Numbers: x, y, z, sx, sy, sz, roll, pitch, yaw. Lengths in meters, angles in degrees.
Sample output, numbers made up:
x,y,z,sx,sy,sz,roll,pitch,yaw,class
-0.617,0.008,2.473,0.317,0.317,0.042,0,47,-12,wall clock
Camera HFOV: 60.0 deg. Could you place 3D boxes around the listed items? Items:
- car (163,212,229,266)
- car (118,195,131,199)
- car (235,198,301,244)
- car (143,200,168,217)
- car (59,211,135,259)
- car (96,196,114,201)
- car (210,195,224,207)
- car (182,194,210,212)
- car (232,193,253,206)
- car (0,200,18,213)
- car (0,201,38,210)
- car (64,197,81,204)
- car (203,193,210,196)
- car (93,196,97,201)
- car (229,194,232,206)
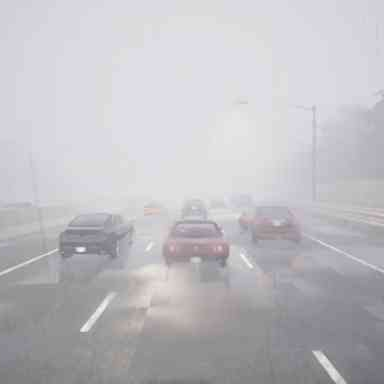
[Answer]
x,y,z,sx,sy,sz,roll,pitch,yaw,class
0.117,1.593,11.435,1.895,1.301,4.718,0,0,0,car
-13.530,1.375,67.033,2.097,1.767,4.553,0,0,1,car
3.530,1.342,15.853,2.097,1.767,4.553,0,0,0,car
-3.294,1.463,30.865,1.882,1.535,5.008,0,0,0,car
-3.379,1.497,12.551,1.837,1.490,4.892,0,0,0,car
-17.036,1.615,66.607,1.895,1.301,4.718,0,0,1,car
3.765,1.568,49.861,1.994,1.385,4.181,0,0,1,car
0.194,1.338,29.113,2.097,1.767,4.553,0,0,0,car
7.089,1.219,45.050,2.150,2.045,5.566,0,0,2,car
-20.941,1.587,35.735,1.895,1.301,4.718,0,0,1,car
-14.017,1.489,26.505,1.837,1.490,4.892,0,0,0,car
-24.036,1.612,66.675,1.895,1.301,4.718,0,0,1,car
4.347,1.583,90.172,1.837,1.490,4.892,0,0,1,car
-20.433,1.537,73.808,2.128,1.511,4.902,0,0,1,car
7.312,1.234,54.332,2.150,2.045,5.566,0,0,1,car
